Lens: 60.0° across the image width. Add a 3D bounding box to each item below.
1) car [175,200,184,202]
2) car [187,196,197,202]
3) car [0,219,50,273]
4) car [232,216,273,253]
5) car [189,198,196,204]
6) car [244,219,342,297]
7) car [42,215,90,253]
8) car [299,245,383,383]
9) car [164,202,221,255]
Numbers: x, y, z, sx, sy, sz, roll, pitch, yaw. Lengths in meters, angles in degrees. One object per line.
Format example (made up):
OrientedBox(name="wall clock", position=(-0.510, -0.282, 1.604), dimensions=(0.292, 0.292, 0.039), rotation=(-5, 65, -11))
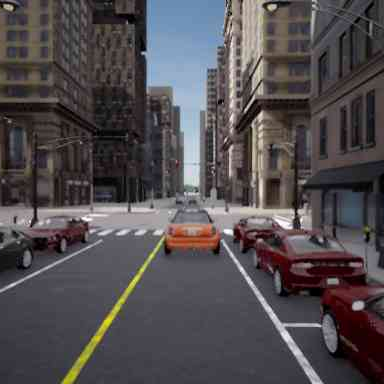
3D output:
OrientedBox(name="car", position=(-2.891, 2.355, 75.422), dimensions=(1.895, 1.301, 4.718), rotation=(0, -1, 0))
OrientedBox(name="car", position=(0.113, 2.262, 76.702), dimensions=(1.837, 1.490, 4.892), rotation=(0, -1, 0))
OrientedBox(name="car", position=(-5.768, 1.640, 8.741), dimensions=(2.008, 1.369, 4.403), rotation=(-1, -1, 0))
OrientedBox(name="car", position=(2.759, 1.689, 14.242), dimensions=(1.887, 1.381, 4.507), rotation=(-1, -1, 0))
OrientedBox(name="car", position=(0.143, 2.359, 88.370), dimensions=(1.837, 1.490, 4.892), rotation=(0, -1, 0))
OrientedBox(name="car", position=(2.757, 1.634, 8.737), dimensions=(1.887, 1.381, 4.507), rotation=(-1, -1, 0))
OrientedBox(name="car", position=(-5.766, 1.689, 14.247), dimensions=(1.887, 1.381, 4.507), rotation=(-1, -1, 0))
OrientedBox(name="car", position=(2.754, 1.578, 3.232), dimensions=(1.887, 1.381, 4.507), rotation=(-1, -1, 0))
OrientedBox(name="car", position=(0.010, 1.492, 14.079), dimensions=(2.097, 1.767, 4.553), rotation=(0, -1, 0))
